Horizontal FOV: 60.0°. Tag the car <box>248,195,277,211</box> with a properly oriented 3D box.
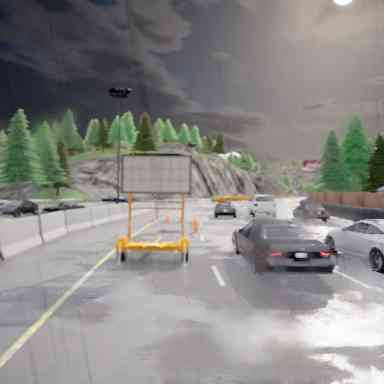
[{"bbox_3d":[6.641,1.312,31.587,2.150,2.045,5.566,1,0,5],"label":"car"}]

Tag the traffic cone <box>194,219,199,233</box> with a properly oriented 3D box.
[{"bbox_3d":[0.233,1.966,18.558,0.340,0.580,0.340,1,0,0],"label":"traffic cone"}]

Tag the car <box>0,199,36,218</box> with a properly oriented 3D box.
[{"bbox_3d":[-14.840,1.367,28.399,1.812,1.442,4.674,1,0,4],"label":"car"}]

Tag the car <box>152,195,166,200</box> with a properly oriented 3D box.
[{"bbox_3d":[-6.838,1.471,69.590,2.128,1.511,4.902,1,0,18],"label":"car"}]

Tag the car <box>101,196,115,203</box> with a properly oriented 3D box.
[{"bbox_3d":[-15.701,1.447,64.536,1.895,1.301,4.718,1,0,16],"label":"car"}]

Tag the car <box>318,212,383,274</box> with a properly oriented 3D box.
[{"bbox_3d":[6.070,1.600,10.778,1.812,1.442,4.674,1,0,-3],"label":"car"}]

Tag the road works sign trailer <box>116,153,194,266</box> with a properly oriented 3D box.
[{"bbox_3d":[-1.217,0.455,11.555,2.380,3.560,2.880,1,0,0],"label":"road works sign trailer"}]

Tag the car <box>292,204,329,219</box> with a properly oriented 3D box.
[{"bbox_3d":[9.788,1.672,27.619,2.033,1.411,5.357,1,0,4],"label":"car"}]

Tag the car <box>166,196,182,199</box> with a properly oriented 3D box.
[{"bbox_3d":[-3.162,1.508,69.538,1.812,1.442,4.674,1,0,18],"label":"car"}]

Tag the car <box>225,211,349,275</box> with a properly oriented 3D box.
[{"bbox_3d":[2.545,1.581,10.568,2.033,1.411,5.357,1,0,-2],"label":"car"}]

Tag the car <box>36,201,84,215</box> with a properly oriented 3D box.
[{"bbox_3d":[-11.300,1.484,29.288,1.895,1.301,4.718,1,0,4],"label":"car"}]

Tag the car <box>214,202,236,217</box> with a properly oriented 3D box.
[{"bbox_3d":[3.129,1.614,31.274,1.994,1.385,4.181,1,0,5],"label":"car"}]

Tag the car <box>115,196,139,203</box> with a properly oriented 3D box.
[{"bbox_3d":[-12.154,1.435,64.183,2.033,1.411,5.357,1,0,16],"label":"car"}]
